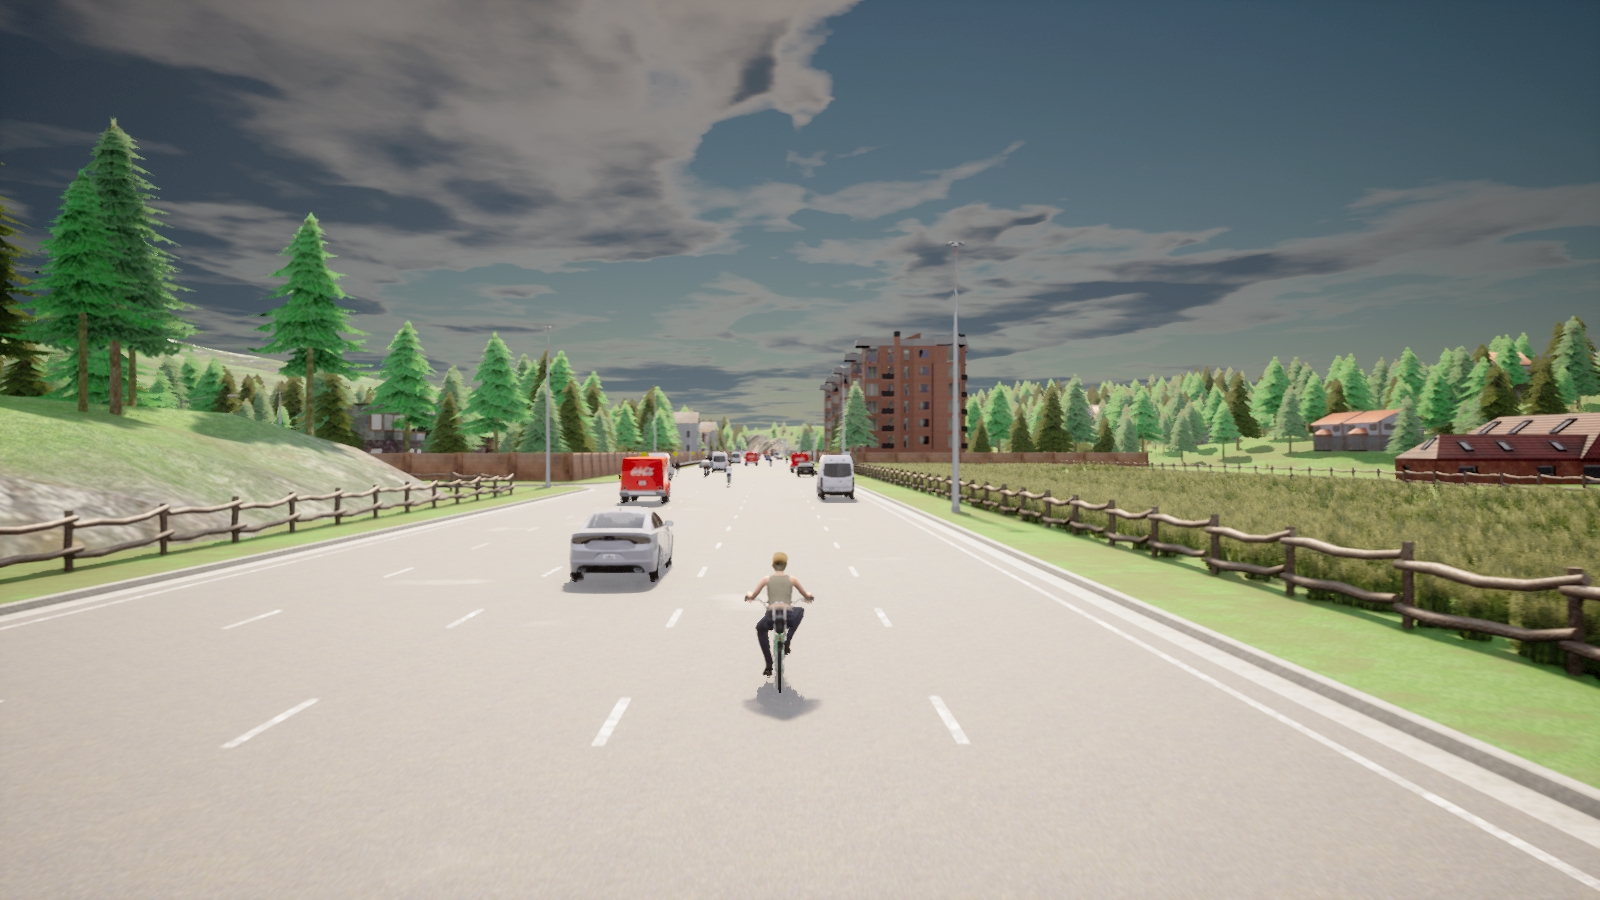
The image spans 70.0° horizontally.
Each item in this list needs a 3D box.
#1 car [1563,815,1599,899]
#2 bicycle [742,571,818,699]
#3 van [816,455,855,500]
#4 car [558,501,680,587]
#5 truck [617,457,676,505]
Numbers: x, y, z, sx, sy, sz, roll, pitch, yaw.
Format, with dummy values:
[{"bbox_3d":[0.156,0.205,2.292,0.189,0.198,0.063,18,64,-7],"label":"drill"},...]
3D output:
[{"bbox_3d":[3.539,1.969,1.269,2.242,1.667,4.611,0,0,-1],"label":"car"},{"bbox_3d":[-0.243,2.168,13.639,0.859,1.276,1.487,0,0,-1],"label":"bicycle"},{"bbox_3d":[2.057,1.582,67.818,1.988,2.561,5.915,0,0,-1],"label":"van"},{"bbox_3d":[-3.999,2.053,26.131,2.097,1.535,5.006,0,0,-1],"label":"car"},{"bbox_3d":[-8.310,1.614,62.336,2.627,2.467,5.204,0,0,-1],"label":"truck"}]
